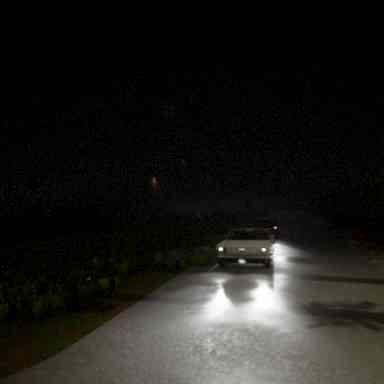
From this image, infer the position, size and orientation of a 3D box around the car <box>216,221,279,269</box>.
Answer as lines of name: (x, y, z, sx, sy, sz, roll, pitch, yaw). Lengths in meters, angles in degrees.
car: (2.280, 2.074, 13.239, 1.895, 1.301, 4.718, -2, -2, 16)

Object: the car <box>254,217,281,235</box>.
car: (5.034, 2.367, 22.678, 1.895, 1.301, 4.718, -2, -2, 16)
